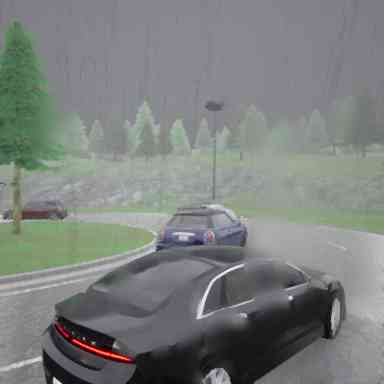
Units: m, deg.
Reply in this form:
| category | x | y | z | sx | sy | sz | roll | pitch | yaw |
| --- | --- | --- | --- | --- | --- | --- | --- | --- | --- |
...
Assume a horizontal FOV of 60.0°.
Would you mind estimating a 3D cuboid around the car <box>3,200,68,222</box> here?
| category | x | y | z | sx | sy | sz | roll | pitch | yaw |
| --- | --- | --- | --- | --- | --- | --- | --- | --- | --- |
| car | -12.388 | 1.425 | 26.412 | 4.553 | 1.767 | 2.097 | 0 | 0 | -8 |

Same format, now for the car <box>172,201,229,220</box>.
| category | x | y | z | sx | sy | sz | roll | pitch | yaw |
| --- | --- | --- | --- | --- | --- | --- | --- | --- | --- |
| car | 0.689 | 1.647 | 30.211 | 4.902 | 1.511 | 2.128 | 0 | -1 | 39 |

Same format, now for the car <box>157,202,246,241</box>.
| category | x | y | z | sx | sy | sz | roll | pitch | yaw |
| --- | --- | --- | --- | --- | --- | --- | --- | --- | --- |
| car | 0.545 | 1.415 | 11.859 | 2.097 | 1.767 | 4.553 | 0 | 0 | 22 |

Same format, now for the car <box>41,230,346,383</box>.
| category | x | y | z | sx | sy | sz | roll | pitch | yaw |
| --- | --- | --- | --- | --- | --- | --- | --- | --- | --- |
| car | 0.526 | 1.530 | 4.689 | 1.837 | 1.490 | 4.892 | 0 | -1 | 44 |

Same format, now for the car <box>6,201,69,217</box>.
| category | x | y | z | sx | sy | sz | roll | pitch | yaw |
| --- | --- | --- | --- | --- | --- | --- | --- | --- | --- |
| car | -15.093 | 1.641 | 32.888 | 5.357 | 1.411 | 2.033 | 0 | 0 | -14 |
